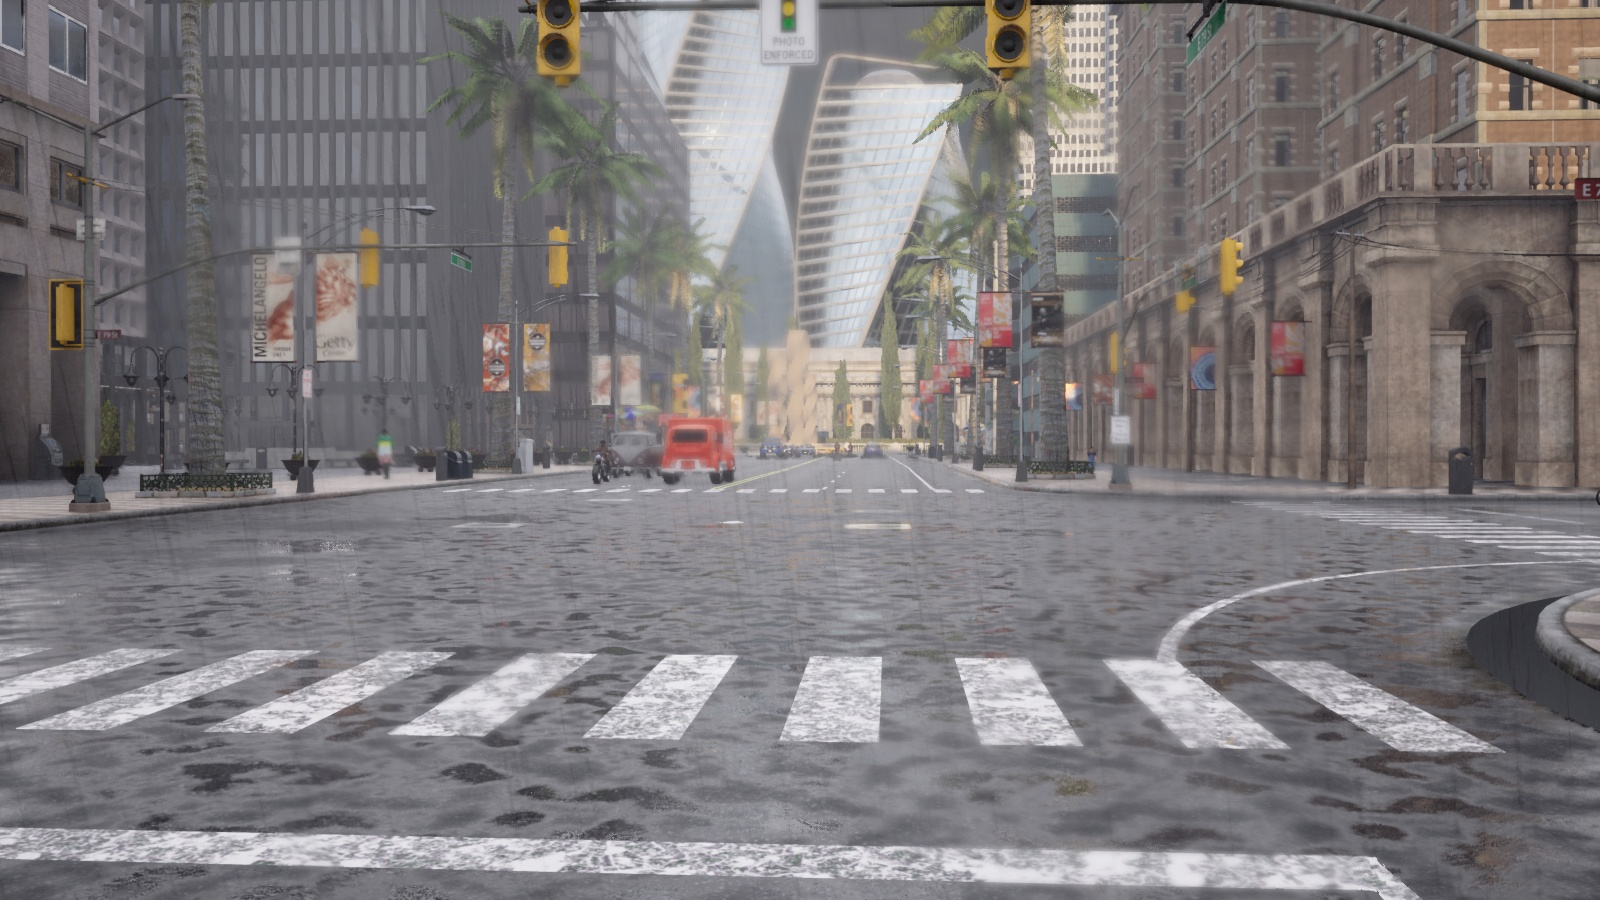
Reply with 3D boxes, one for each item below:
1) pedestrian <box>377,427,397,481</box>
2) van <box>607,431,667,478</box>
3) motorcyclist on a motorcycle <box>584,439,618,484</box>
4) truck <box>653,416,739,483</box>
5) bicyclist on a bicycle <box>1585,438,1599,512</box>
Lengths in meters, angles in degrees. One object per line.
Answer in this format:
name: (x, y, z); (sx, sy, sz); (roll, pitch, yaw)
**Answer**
pedestrian: (-15.161, 0.131, 46.065); (0.659, 1.952, 0.873); (0, 0, -16)
van: (-7.087, 0.183, 55.049); (1.775, 1.987, 4.442); (0, 0, 4)
motorcyclist on a motorcycle: (-7.542, 0.421, 47.763); (0.766, 1.649, 2.350); (0, 0, 4)
truck: (-3.975, -0.020, 48.915); (2.627, 2.467, 5.204); (0, 0, 4)
bicyclist on a bicycle: (18.287, 0.542, 27.618); (1.509, 1.612, 0.866); (0, 0, 3)
